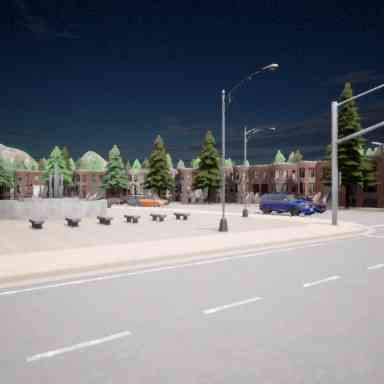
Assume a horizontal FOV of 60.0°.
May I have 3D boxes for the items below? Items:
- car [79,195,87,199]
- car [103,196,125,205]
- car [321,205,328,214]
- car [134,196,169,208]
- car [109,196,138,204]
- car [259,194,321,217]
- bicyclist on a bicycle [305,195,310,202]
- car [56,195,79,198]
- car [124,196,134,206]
[{"bbox_3d":[-22.579,1.345,63.968,4.553,1.767,2.097,0,0,7],"label":"car"},{"bbox_3d":[-14.104,1.555,58.804,4.181,1.385,1.994,0,0,18],"label":"car"},{"bbox_3d":[11.444,1.590,34.335,1.895,1.301,4.718,0,0,-37],"label":"car"},{"bbox_3d":[-5.448,1.343,47.018,4.553,1.767,2.097,0,0,32],"label":"car"},{"bbox_3d":[-12.759,1.495,62.036,4.892,1.490,1.837,0,0,18],"label":"car"},{"bbox_3d":[8.992,1.211,31.775,2.150,2.045,5.566,0,0,-36],"label":"car"},{"bbox_3d":[16.149,1.288,46.584,1.656,1.620,0.582,0,0,-37],"label":"bicyclist on a bicycle"},{"bbox_3d":[-23.841,1.499,60.674,4.892,1.490,1.837,0,0,5],"label":"car"},{"bbox_3d":[-7.498,1.538,52.327,5.357,1.411,2.033,0,0,27],"label":"car"}]
